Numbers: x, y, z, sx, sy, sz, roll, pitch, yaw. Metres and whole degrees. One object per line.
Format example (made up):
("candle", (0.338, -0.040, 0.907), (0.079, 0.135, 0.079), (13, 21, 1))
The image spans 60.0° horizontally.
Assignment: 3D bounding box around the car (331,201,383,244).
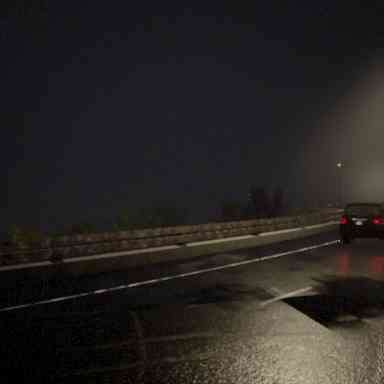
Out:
("car", (9.474, 1.522, 17.018), (2.150, 2.045, 5.566), (-3, -2, 45))
